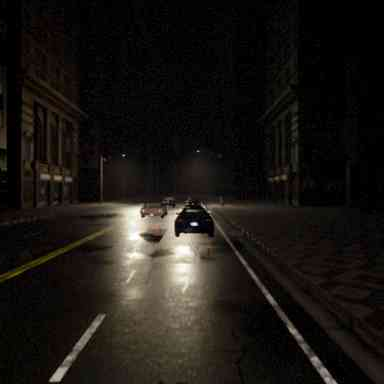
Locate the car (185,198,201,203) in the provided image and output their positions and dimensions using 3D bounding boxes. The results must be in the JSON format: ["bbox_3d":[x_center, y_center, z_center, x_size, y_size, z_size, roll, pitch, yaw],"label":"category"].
[{"bbox_3d":[0.124,1.394,38.489,2.033,1.411,5.357,0,0,0],"label":"car"}]

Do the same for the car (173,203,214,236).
[{"bbox_3d":[0.109,1.492,17.845,1.994,1.385,4.181,0,0,0],"label":"car"}]

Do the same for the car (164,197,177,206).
[{"bbox_3d":[-3.124,1.367,45.330,2.033,1.411,5.357,0,0,0],"label":"car"}]

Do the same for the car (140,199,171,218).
[{"bbox_3d":[-3.133,1.487,28.167,1.895,1.301,4.718,0,0,0],"label":"car"}]
